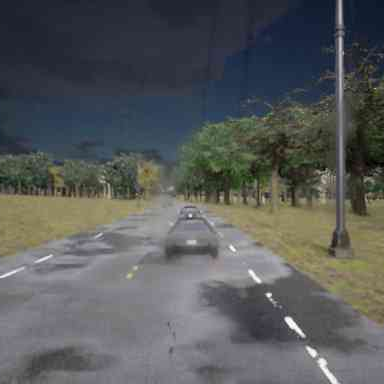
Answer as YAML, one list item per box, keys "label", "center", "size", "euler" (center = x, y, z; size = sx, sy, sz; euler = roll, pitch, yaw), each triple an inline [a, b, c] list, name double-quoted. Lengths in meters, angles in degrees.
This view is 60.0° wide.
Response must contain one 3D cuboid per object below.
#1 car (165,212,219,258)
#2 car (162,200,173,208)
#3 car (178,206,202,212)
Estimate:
- label: "car"
  center: [-0.005, 1.720, 13.479]
  size: [1.994, 1.385, 4.181]
  euler: [0, -1, 0]
- label: "car"
  center: [-4.754, 2.321, 64.942]
  size: [1.837, 1.490, 4.892]
  euler: [0, -1, -2]
- label: "car"
  center: [-0.152, 1.876, 27.565]
  size: [2.033, 1.411, 5.357]
  euler: [0, -1, -1]
